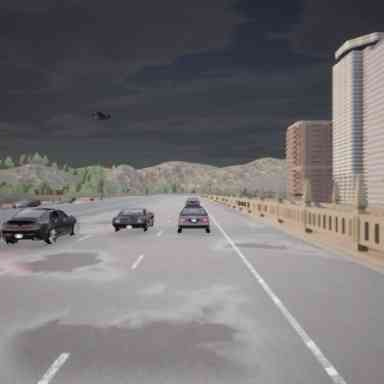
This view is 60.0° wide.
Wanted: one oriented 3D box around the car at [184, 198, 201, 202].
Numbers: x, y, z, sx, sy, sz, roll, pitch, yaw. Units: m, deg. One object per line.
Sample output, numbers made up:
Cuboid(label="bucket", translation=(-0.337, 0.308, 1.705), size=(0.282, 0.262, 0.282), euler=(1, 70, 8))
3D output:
Cuboid(label="car", translation=(0.096, 1.518, 42.675), size=(1.837, 1.490, 4.892), euler=(0, 0, 0))

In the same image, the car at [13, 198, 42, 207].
Cuboid(label="car", translation=(-21.036, 1.506, 42.690), size=(2.128, 1.511, 4.902), euler=(0, 0, 0))

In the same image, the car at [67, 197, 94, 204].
Cuboid(label="car", translation=(-14.041, 1.491, 43.380), size=(1.882, 1.535, 5.008), euler=(0, 0, 1))

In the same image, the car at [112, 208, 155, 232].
Cuboid(label="car", translation=(-3.402, 1.606, 20.247), size=(1.895, 1.301, 4.718), euler=(0, 0, 0))

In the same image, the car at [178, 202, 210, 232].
Cuboid(label="car", translation=(0.098, 1.552, 20.084), size=(2.033, 1.411, 5.357), euler=(0, 0, 0))

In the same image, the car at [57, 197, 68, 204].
Cuboid(label="car", translation=(-17.520, 1.523, 47.152), size=(1.837, 1.490, 4.892), euler=(0, -1, 0))

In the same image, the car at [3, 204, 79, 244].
Cuboid(label="car", translation=(-6.902, 1.508, 15.685), size=(1.837, 1.490, 4.892), euler=(0, 0, 0))
